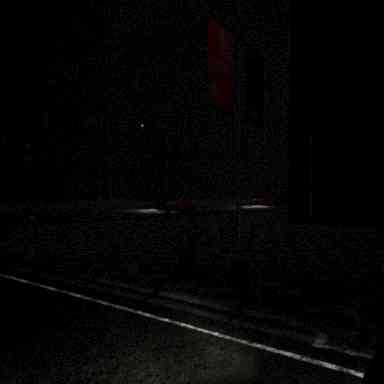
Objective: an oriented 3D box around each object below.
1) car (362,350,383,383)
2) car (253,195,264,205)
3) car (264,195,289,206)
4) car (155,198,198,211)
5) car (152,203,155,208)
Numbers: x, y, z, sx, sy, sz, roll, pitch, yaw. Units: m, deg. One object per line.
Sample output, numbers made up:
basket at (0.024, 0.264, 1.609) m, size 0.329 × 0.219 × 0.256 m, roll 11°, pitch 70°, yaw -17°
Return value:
car at (3.403, 1.478, 1.246) m, size 5.008 × 1.535 × 1.882 m, roll 0°, pitch 0°, yaw 35°
car at (12.229, 1.323, 55.861) m, size 4.553 × 1.767 × 2.097 m, roll 0°, pitch 0°, yaw -42°
car at (14.226, 1.468, 53.292) m, size 4.902 × 1.511 × 2.128 m, roll 0°, pitch 0°, yaw -41°
car at (-1.462, 1.424, 39.498) m, size 5.008 × 1.535 × 1.882 m, roll 0°, pitch 0°, yaw -42°
car at (-2.976, 1.497, 42.500) m, size 4.181 × 1.385 × 1.994 m, roll 0°, pitch 0°, yaw -42°
